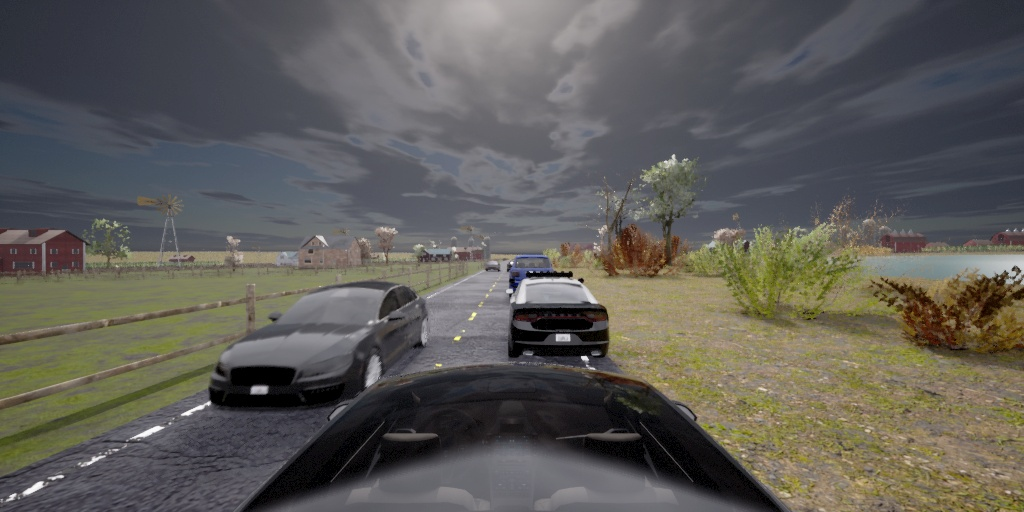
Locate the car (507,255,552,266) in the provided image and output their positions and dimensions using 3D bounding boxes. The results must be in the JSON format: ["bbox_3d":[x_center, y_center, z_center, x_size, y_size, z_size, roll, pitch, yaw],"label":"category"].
[{"bbox_3d":[0.949,0.974,18.550,2.150,2.045,5.566,0,0,0],"label":"car"}]

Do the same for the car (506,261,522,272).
[{"bbox_3d":[0.347,1.332,46.308,1.994,1.385,4.181,0,0,2],"label":"car"}]

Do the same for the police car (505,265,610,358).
[{"bbox_3d":[0.878,1.174,8.630,1.930,1.638,5.238,0,0,0],"label":"police car"}]

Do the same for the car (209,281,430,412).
[{"bbox_3d":[-2.814,1.254,6.446,1.837,1.490,4.892,0,0,0],"label":"car"}]

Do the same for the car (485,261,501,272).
[{"bbox_3d":[-2.434,1.315,46.039,2.033,1.411,5.357,0,0,0],"label":"car"}]
